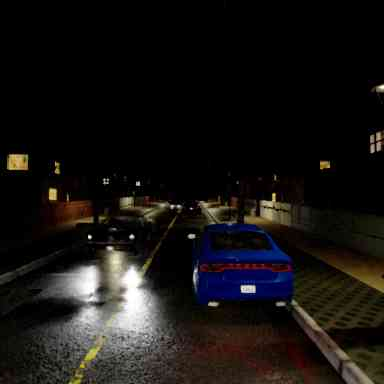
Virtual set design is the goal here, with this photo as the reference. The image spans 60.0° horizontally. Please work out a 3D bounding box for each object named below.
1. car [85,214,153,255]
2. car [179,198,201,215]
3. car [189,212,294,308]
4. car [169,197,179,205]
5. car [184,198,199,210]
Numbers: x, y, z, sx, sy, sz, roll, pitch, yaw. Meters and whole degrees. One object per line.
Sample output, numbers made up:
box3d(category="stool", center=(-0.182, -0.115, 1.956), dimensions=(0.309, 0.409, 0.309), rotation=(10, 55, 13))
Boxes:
box3d(category="car", center=(-2.789, 1.616, 13.544), dimensions=(1.895, 1.301, 4.718), rotation=(0, 0, 0))
box3d(category="car", center=(-0.035, 1.609, 34.775), dimensions=(1.994, 1.385, 4.181), rotation=(0, 0, 1))
box3d(category="car", center=(0.940, 1.487, 8.081), dimensions=(1.882, 1.535, 5.008), rotation=(0, 0, 0))
box3d(category="car", center=(-2.927, 1.650, 59.341), dimensions=(1.994, 1.385, 4.181), rotation=(0, 0, 0))
box3d(category="car", center=(-0.075, 1.564, 44.656), dimensions=(1.837, 1.490, 4.892), rotation=(0, 0, 0))
